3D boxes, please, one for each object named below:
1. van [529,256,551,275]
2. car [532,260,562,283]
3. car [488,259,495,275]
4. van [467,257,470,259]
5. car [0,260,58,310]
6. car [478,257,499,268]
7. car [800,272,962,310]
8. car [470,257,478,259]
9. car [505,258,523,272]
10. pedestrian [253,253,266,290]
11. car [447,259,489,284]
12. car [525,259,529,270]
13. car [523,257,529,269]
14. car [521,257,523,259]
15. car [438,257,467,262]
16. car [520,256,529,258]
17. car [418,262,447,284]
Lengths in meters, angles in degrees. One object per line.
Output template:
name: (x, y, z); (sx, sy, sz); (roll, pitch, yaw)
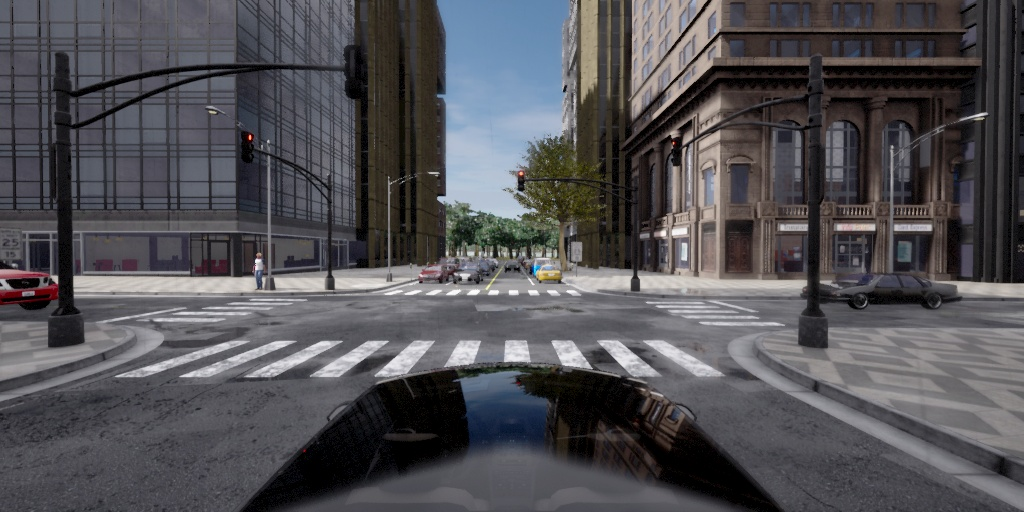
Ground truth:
van: (2.727, 1.060, 32.694); (1.690, 1.789, 3.998); (0, 0, 0)
car: (2.733, 1.253, 27.184); (1.751, 1.417, 4.829); (0, 0, 0)
car: (-3.133, 1.260, 36.329); (2.033, 1.411, 5.357); (0, 0, 0)
van: (-5.805, 1.049, 38.356); (1.690, 1.789, 3.998); (0, 0, 0)
car: (-18.386, 0.841, 11.560); (5.566, 2.045, 2.150); (1, 1, 0)
car: (-3.138, 1.182, 46.441); (2.128, 1.511, 4.902); (0, 0, 0)
car: (15.200, 1.393, 14.884); (5.357, 1.411, 2.033); (0, 1, -2)
car: (-5.812, 1.010, 44.036); (2.192, 1.841, 5.009); (0, 0, 0)
car: (0.050, 1.293, 45.359); (1.895, 1.301, 4.718); (0, 0, 0)
pedestrian: (-12.541, 0.740, 17.816); (0.375, 1.860, 0.375); (0, 0, 0)
car: (-3.134, 1.220, 26.507); (2.128, 1.511, 4.902); (0, 0, 1)
car: (2.720, 1.274, 38.374); (1.948, 1.339, 4.313); (0, 0, 0)
car: (2.707, 1.207, 49.903); (1.751, 1.417, 4.829); (0, 0, 0)
car: (2.701, 1.211, 55.412); (1.888, 1.381, 4.507); (0, 0, 0)
car: (-5.799, 1.033, 32.676); (2.192, 1.841, 5.009); (0, 0, 0)
car: (2.694, 1.201, 61.091); (2.007, 1.370, 4.403); (0, 0, 0)
car: (-5.792, 1.310, 26.996); (1.802, 1.307, 4.207); (0, 0, 0)
